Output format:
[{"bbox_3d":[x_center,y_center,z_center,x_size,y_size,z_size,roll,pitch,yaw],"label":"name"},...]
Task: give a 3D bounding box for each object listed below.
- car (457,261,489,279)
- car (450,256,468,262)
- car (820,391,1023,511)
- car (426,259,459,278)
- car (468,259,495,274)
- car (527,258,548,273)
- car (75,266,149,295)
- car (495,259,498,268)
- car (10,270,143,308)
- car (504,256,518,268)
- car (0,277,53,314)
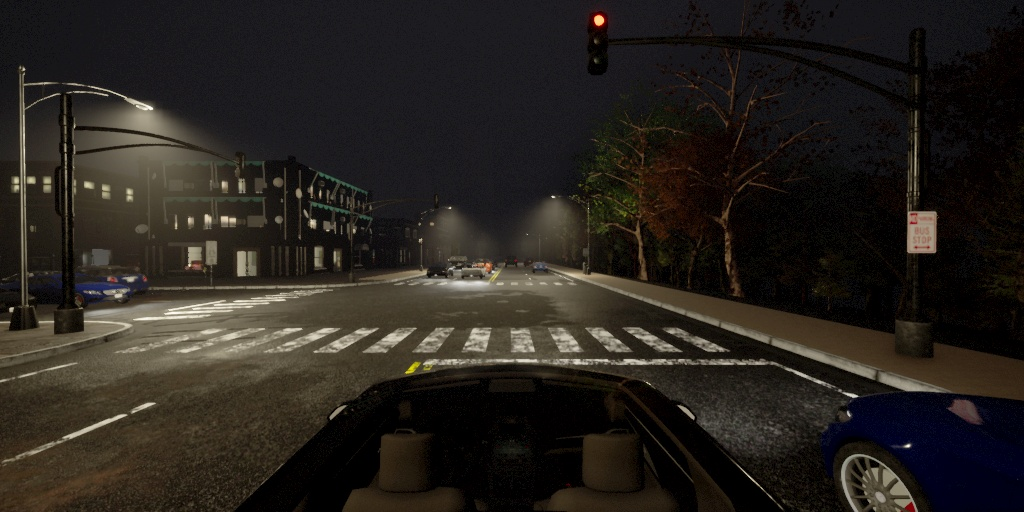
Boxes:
[{"bbox_3d":[-3.405,1.341,32.289,1.895,1.301,4.718,0,0,0],"label":"car"},{"bbox_3d":[-6.671,0.957,44.376,2.150,2.045,5.566,0,0,0],"label":"car"},{"bbox_3d":[3.358,1.276,0.895,1.812,1.442,4.674,0,0,1],"label":"car"},{"bbox_3d":[-6.656,1.287,34.008,2.033,1.411,5.357,0,0,0],"label":"car"},{"bbox_3d":[-3.419,1.088,41.261,2.097,1.767,4.553,0,0,0],"label":"car"},{"bbox_3d":[3.265,1.283,43.314,2.033,1.411,5.357,0,0,0],"label":"car"},{"bbox_3d":[-22.033,1.315,18.733,4.553,1.767,2.097,-1,1,0],"label":"car"},{"bbox_3d":[-3.432,1.223,51.293,2.128,1.511,4.902,0,0,0],"label":"car"},{"bbox_3d":[-19.358,1.490,15.561,4.674,1.442,1.812,-1,1,1],"label":"car"},{"bbox_3d":[-0.127,0.948,62.936,2.150,2.045,5.566,0,0,0],"label":"car"},{"bbox_3d":[-19.969,1.565,12.862,4.313,1.339,1.948,0,0,0],"label":"car"}]
